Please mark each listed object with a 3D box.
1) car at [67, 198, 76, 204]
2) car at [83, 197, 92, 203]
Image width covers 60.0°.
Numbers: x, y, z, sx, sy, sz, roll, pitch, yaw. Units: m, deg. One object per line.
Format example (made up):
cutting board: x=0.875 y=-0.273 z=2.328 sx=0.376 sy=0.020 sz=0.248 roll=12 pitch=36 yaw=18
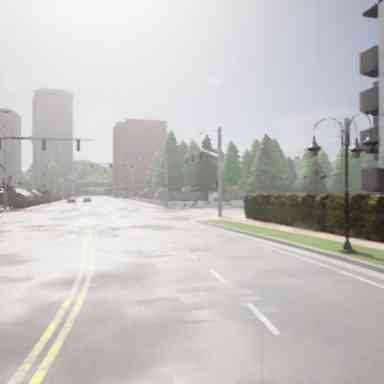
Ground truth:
car: x=-27.844 y=1.966 z=76.988 sx=1.895 sy=1.301 sz=4.718 roll=0 pitch=0 yaw=-16
car: x=-24.487 y=1.827 z=77.978 sx=1.882 sy=1.535 sz=5.008 roll=0 pitch=0 yaw=-16
